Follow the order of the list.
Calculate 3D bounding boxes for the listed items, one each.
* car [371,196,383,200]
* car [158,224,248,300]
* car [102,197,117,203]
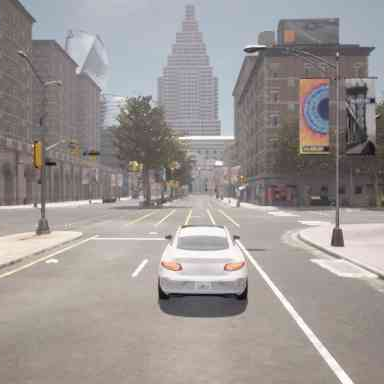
[{"bbox_3d":[35.971,1.481,67.558,2.231,1.521,4.892,0,0,1],"label":"car"},{"bbox_3d":[0.261,1.526,8.285,1.812,1.442,4.674,0,0,2],"label":"car"},{"bbox_3d":[-16.742,1.595,67.350,1.895,1.301,4.718,0,0,1],"label":"car"}]
